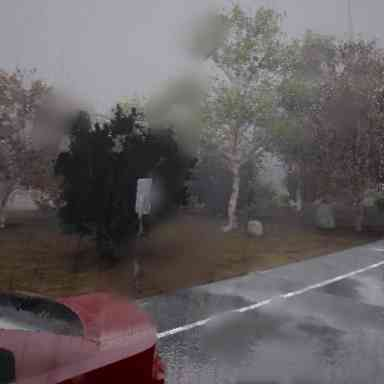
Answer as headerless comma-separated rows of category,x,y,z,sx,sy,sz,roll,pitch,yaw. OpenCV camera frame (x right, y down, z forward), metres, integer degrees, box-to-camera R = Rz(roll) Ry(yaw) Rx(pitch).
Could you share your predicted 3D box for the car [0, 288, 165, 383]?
car,-2.553,1.489,1.978,5.008,1.535,1.882,0,0,-36
